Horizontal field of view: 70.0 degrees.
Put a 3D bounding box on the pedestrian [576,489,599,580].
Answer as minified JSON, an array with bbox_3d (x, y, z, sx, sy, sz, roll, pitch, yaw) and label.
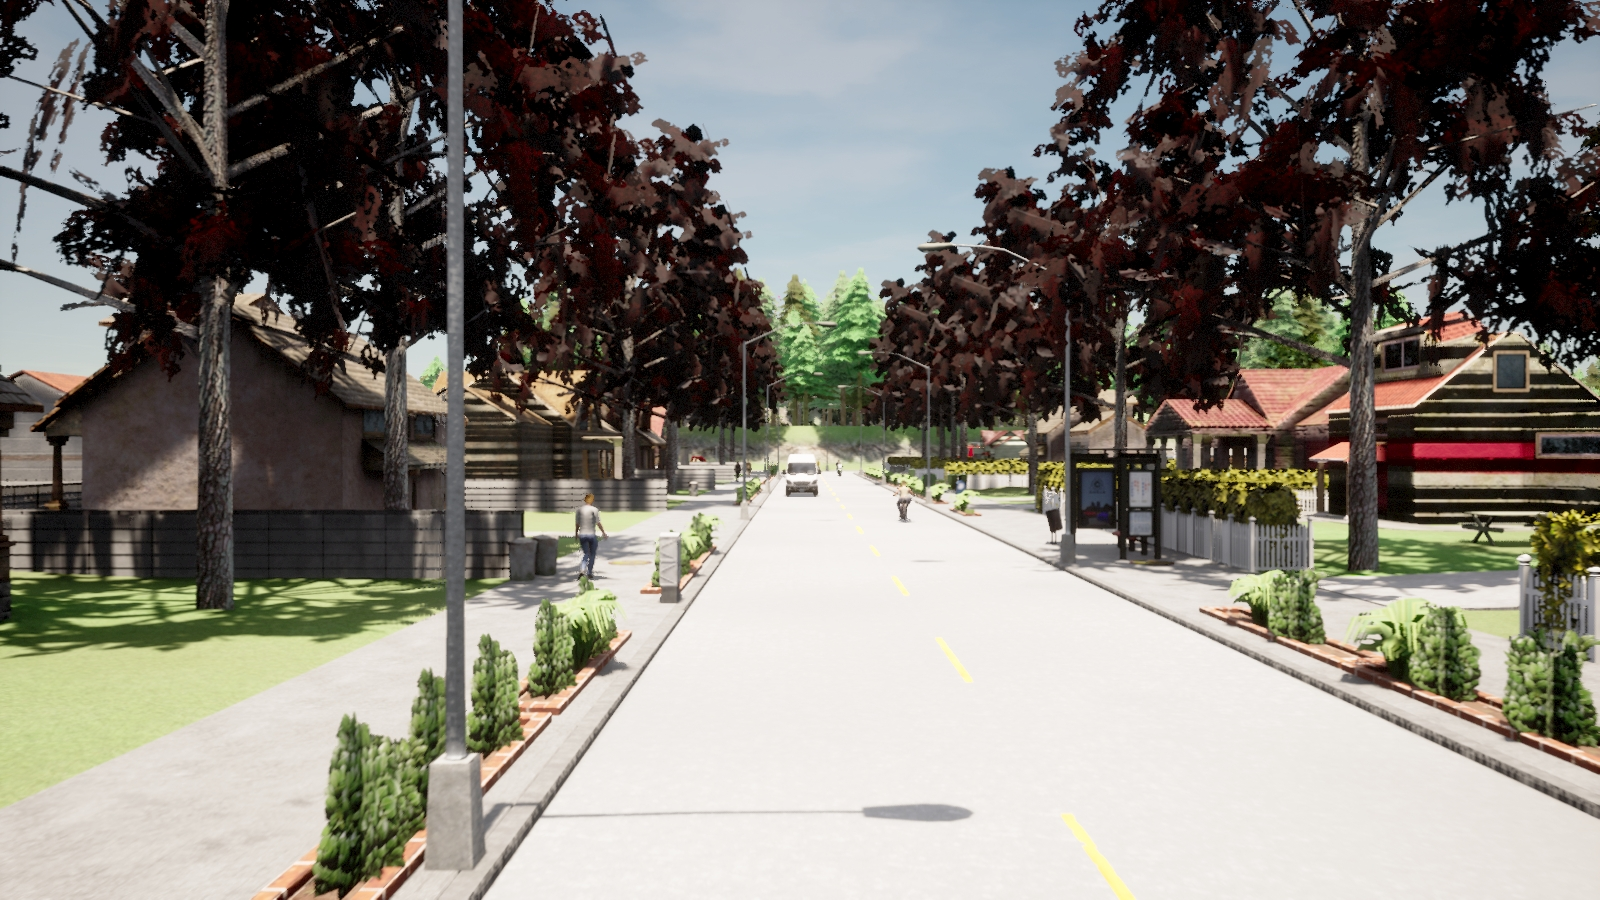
[{"bbox_3d":[-4.403,1.743,23.662,0.375,1.860,0.375,0,0,9],"label":"pedestrian"}]

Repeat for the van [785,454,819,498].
[{"bbox_3d":[0.116,1.534,70.109,1.988,2.561,5.915,0,0,0],"label":"van"}]

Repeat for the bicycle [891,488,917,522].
[{"bbox_3d":[4.088,2.158,44.961,0.859,1.276,1.487,0,0,0],"label":"bicycle"}]
